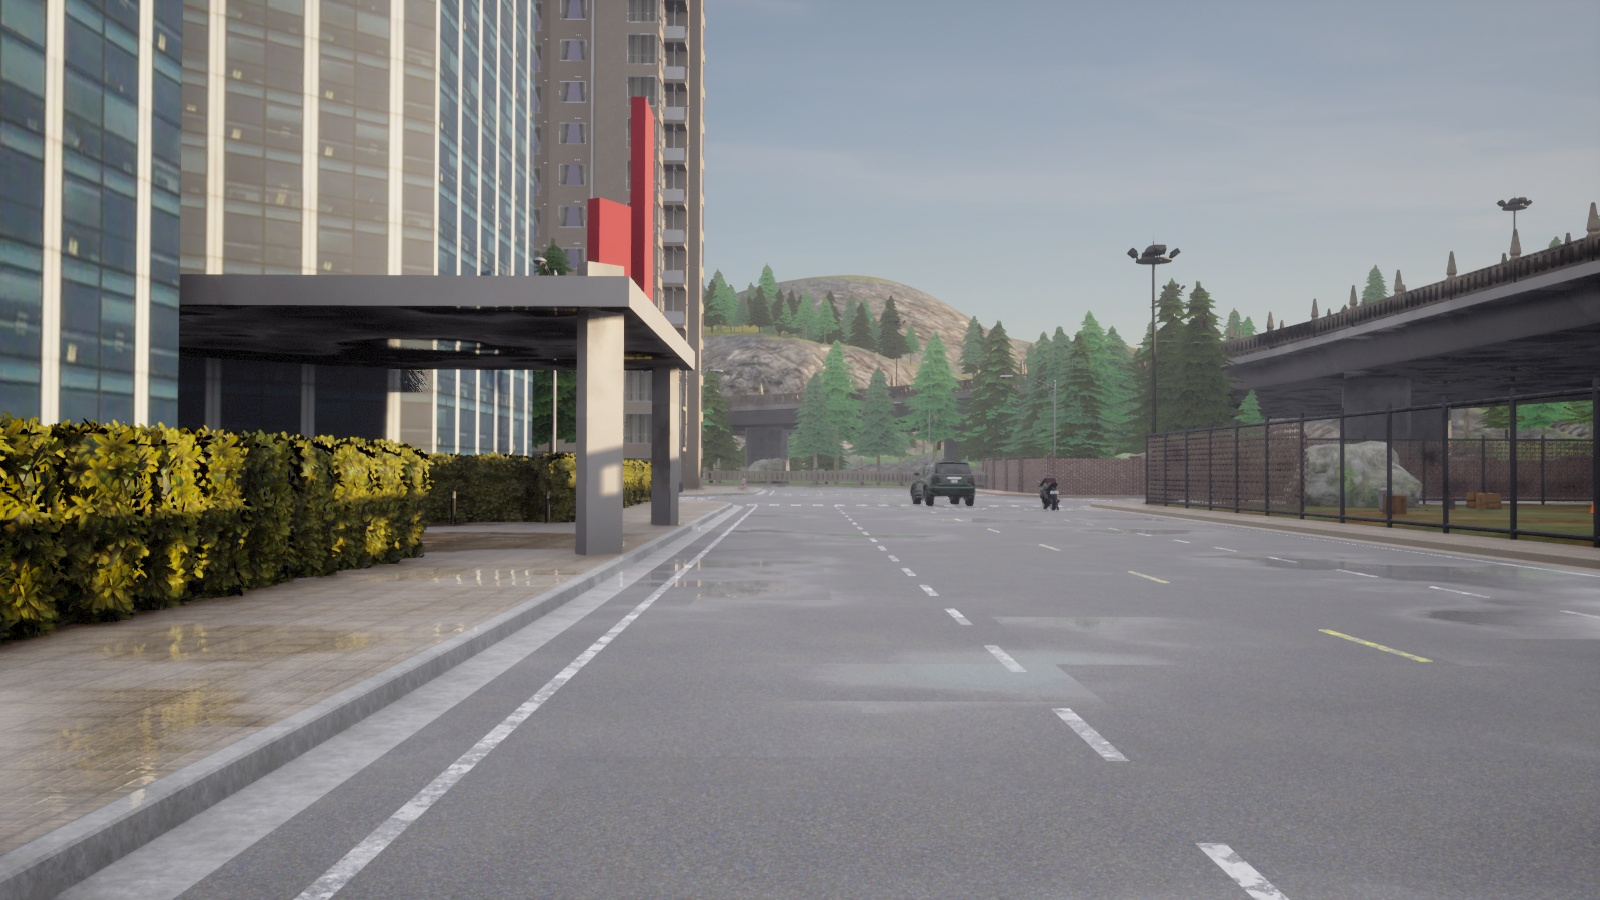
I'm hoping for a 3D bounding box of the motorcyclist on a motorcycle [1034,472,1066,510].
[{"bbox_3d":[10.361,1.682,52.150,0.866,1.530,2.191,0,-1,0],"label":"motorcyclist on a motorcycle"}]

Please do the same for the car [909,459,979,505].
[{"bbox_3d":[6.619,1.496,58.392,2.150,2.045,5.566,0,-1,-5],"label":"car"}]
